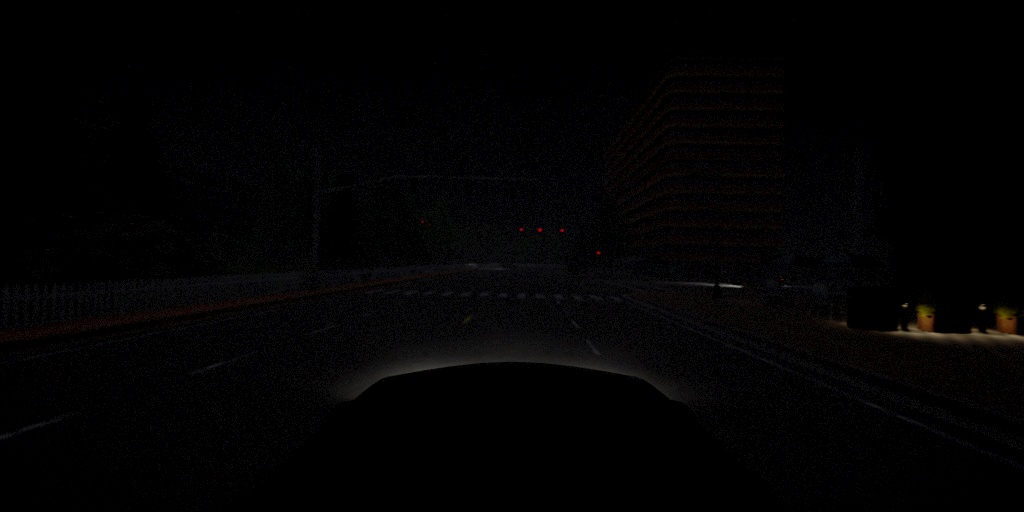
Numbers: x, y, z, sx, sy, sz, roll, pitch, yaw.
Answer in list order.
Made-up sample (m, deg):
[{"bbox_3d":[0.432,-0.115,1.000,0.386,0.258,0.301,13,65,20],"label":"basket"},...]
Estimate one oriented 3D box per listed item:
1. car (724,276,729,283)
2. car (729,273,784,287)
[{"bbox_3d":[26.473,2.553,39.992,4.718,1.301,1.895,1,-1,3],"label":"car"},{"bbox_3d":[25.143,2.439,36.552,4.181,1.385,1.994,1,-1,3],"label":"car"}]
